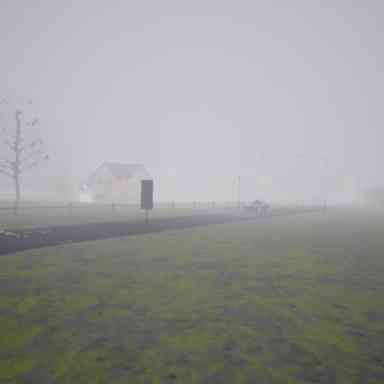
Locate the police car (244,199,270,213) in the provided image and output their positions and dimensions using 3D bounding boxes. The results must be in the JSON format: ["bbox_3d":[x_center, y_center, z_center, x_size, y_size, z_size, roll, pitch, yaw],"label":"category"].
[{"bbox_3d":[8.139,1.721,41.629,1.930,1.638,5.238,2,0,35],"label":"police car"}]
